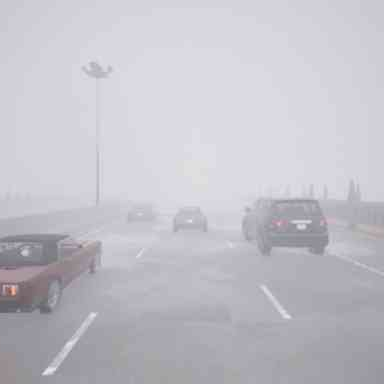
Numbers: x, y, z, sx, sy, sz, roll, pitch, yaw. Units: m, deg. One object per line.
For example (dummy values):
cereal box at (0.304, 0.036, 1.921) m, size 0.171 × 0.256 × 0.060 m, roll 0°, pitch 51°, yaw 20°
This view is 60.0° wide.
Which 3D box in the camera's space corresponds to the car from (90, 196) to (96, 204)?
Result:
car at (-18.209, 1.484, 64.414) m, size 1.812 × 1.442 × 4.674 m, roll 0°, pitch 0°, yaw 0°

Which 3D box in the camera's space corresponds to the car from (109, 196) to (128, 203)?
car at (-11.128, 1.558, 52.070) m, size 1.895 × 1.301 × 4.718 m, roll 0°, pitch 0°, yaw 0°

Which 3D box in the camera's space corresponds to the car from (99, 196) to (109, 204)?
car at (-14.674, 1.504, 59.522) m, size 2.033 × 1.411 × 5.357 m, roll 0°, pitch 0°, yaw 0°

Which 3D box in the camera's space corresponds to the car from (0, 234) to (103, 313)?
car at (-3.484, 1.599, 7.552) m, size 1.895 × 1.301 × 4.718 m, roll 0°, pitch 0°, yaw 0°

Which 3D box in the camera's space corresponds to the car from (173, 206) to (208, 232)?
car at (-0.112, 1.537, 20.008) m, size 1.994 × 1.385 × 4.181 m, roll 0°, pitch 0°, yaw -1°

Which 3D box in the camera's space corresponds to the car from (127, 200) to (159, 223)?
car at (-3.669, 1.539, 25.285) m, size 1.994 × 1.385 × 4.181 m, roll 0°, pitch 0°, yaw -1°

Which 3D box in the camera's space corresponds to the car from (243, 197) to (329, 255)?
car at (3.462, 1.195, 13.275) m, size 2.150 × 2.045 × 5.566 m, roll 0°, pitch 0°, yaw -1°
